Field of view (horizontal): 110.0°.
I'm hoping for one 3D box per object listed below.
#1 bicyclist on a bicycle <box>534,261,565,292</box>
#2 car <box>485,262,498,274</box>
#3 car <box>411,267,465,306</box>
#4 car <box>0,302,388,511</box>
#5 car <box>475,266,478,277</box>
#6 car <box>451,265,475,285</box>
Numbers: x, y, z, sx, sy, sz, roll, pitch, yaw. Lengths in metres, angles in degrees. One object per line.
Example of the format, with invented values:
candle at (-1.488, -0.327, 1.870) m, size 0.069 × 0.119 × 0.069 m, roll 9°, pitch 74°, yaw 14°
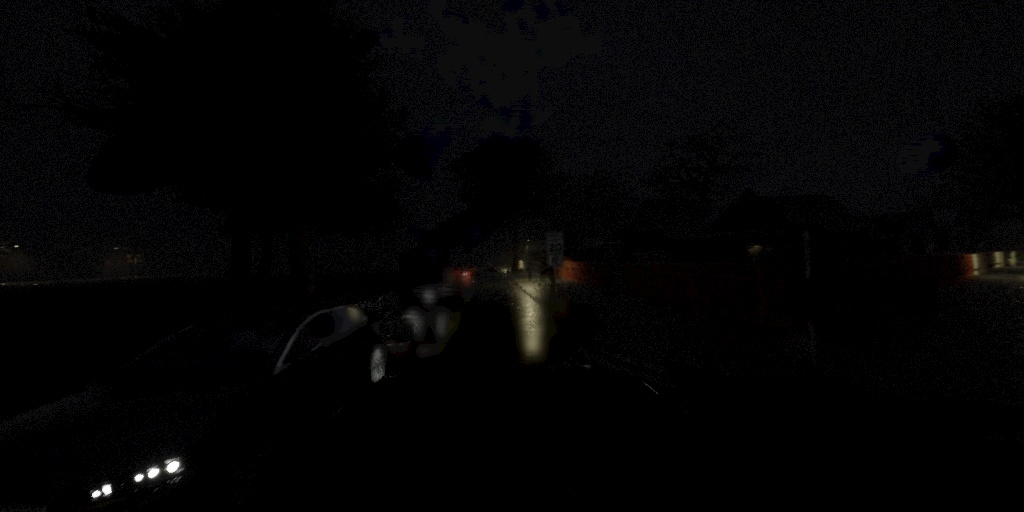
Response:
bicyclist on a bicycle at (2.003, 1.104, 19.351) m, size 1.656 × 1.620 × 0.582 m, roll -3°, pitch -1°, yaw -4°
car at (-3.179, 1.883, 54.317) m, size 2.033 × 1.411 × 5.357 m, roll -3°, pitch 0°, yaw -4°
car at (-3.775, 1.553, 18.103) m, size 2.128 × 1.511 × 4.902 m, roll -3°, pitch -1°, yaw -4°
car at (-2.975, 1.387, 4.262) m, size 2.128 × 1.511 × 4.902 m, roll -3°, pitch -1°, yaw -3°
car at (-5.453, 1.861, 46.184) m, size 1.882 × 1.535 × 5.008 m, roll -3°, pitch -1°, yaw -3°
car at (-4.581, 1.568, 31.011) m, size 2.097 × 1.767 × 4.553 m, roll -3°, pitch 0°, yaw -3°
